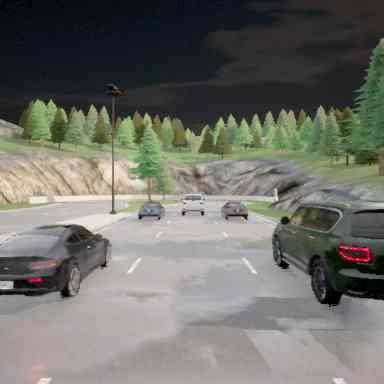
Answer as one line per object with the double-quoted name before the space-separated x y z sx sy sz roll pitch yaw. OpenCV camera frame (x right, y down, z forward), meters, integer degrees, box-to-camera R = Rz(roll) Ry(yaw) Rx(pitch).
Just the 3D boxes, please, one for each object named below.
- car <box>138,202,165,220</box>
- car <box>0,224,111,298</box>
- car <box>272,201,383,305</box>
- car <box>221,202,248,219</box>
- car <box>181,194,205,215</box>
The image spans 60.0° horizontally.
"car" -3.399 1.547 28.520 2.033 1.411 5.357 0 0 0
"car" -3.397 1.525 8.372 1.812 1.442 4.674 0 0 0
"car" 3.602 1.222 8.184 2.150 2.045 5.566 0 0 0
"car" 3.601 1.547 28.608 2.033 1.411 5.357 0 0 0
"car" 0.118 1.222 33.659 2.150 2.045 5.566 0 0 1
